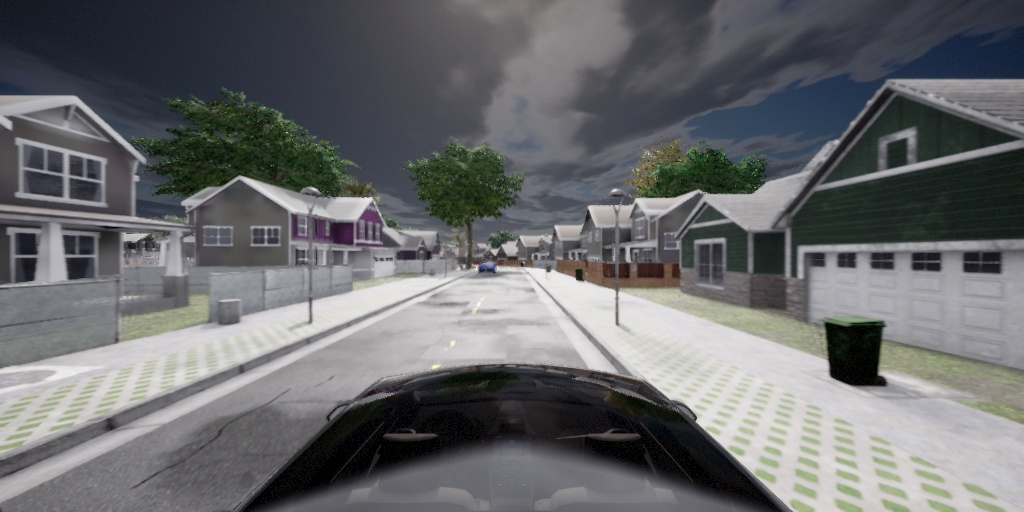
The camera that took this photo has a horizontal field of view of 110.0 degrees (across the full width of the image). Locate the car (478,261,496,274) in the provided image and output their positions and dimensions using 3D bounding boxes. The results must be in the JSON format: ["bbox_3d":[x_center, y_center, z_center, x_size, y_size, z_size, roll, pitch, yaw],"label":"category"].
[{"bbox_3d":[-2.839,1.292,41.448,1.882,1.535,5.008,0,-1,0],"label":"car"}]
